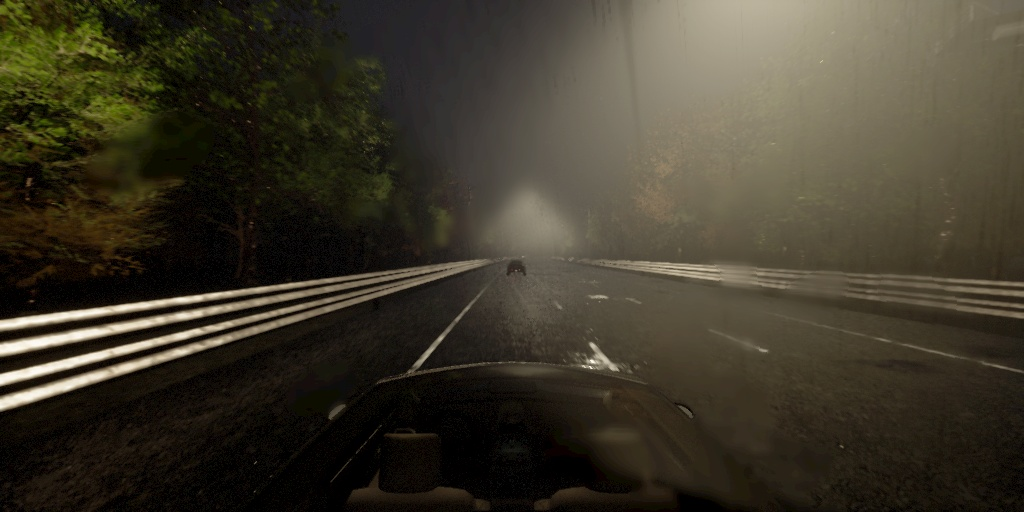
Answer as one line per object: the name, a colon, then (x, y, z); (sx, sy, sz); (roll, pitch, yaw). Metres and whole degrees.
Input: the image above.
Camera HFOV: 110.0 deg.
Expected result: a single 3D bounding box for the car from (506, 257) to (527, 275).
car: (0.476, 1.150, 36.933); (1.837, 1.490, 4.892); (0, 0, 2)
